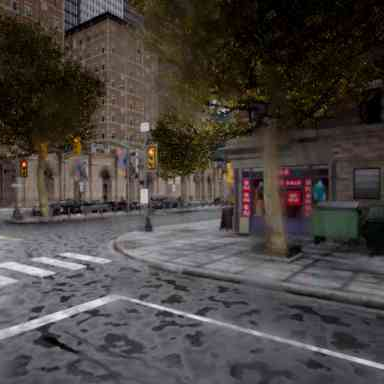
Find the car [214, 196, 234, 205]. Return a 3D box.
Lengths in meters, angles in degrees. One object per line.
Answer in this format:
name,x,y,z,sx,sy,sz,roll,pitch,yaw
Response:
car,6.517,1.472,59.626,1.882,1.535,5.008,0,0,36

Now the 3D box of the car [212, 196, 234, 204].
car,6.077,1.483,64.930,1.882,1.535,5.008,0,0,36

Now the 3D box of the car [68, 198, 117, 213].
car,-10.694,1.559,35.904,1.994,1.385,4.181,0,0,36

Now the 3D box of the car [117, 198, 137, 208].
car,-10.206,1.589,47.937,1.895,1.301,4.718,0,0,36

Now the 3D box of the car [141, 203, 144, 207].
car,-5.469,1.346,49.111,2.097,1.767,4.553,0,0,36

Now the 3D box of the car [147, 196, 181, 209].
car,-3.524,1.498,45.829,1.837,1.490,4.892,0,0,36

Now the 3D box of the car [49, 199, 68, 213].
car,-13.876,1.499,37.477,1.837,1.490,4.892,0,0,36
